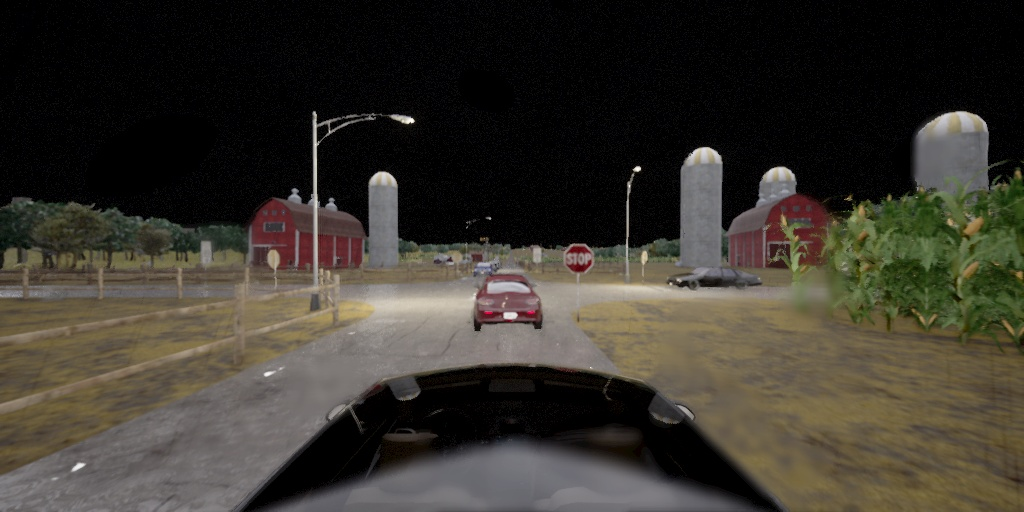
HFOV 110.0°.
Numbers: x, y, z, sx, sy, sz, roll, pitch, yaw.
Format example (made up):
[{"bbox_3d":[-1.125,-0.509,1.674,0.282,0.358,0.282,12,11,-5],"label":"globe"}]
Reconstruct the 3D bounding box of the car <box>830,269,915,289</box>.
[{"bbox_3d":[22.608,1.478,22.438,4.181,1.385,1.994,1,1,0],"label":"car"}]

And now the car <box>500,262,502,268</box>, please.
[{"bbox_3d":[-2.858,1.421,55.468,1.837,1.490,4.892,0,0,0],"label":"car"}]

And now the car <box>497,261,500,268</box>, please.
[{"bbox_3d":[-2.864,1.419,45.765,1.994,1.385,4.181,0,0,0],"label":"car"}]

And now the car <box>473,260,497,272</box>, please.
[{"bbox_3d":[-2.864,1.344,36.738,1.812,1.442,4.674,0,0,0],"label":"car"}]

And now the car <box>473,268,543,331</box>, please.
[{"bbox_3d":[-0.197,1.269,10.907,1.812,1.442,4.674,0,0,-4],"label":"car"}]

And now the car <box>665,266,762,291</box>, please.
[{"bbox_3d":[12.567,1.367,22.431,5.357,1.411,2.033,0,1,-2],"label":"car"}]
